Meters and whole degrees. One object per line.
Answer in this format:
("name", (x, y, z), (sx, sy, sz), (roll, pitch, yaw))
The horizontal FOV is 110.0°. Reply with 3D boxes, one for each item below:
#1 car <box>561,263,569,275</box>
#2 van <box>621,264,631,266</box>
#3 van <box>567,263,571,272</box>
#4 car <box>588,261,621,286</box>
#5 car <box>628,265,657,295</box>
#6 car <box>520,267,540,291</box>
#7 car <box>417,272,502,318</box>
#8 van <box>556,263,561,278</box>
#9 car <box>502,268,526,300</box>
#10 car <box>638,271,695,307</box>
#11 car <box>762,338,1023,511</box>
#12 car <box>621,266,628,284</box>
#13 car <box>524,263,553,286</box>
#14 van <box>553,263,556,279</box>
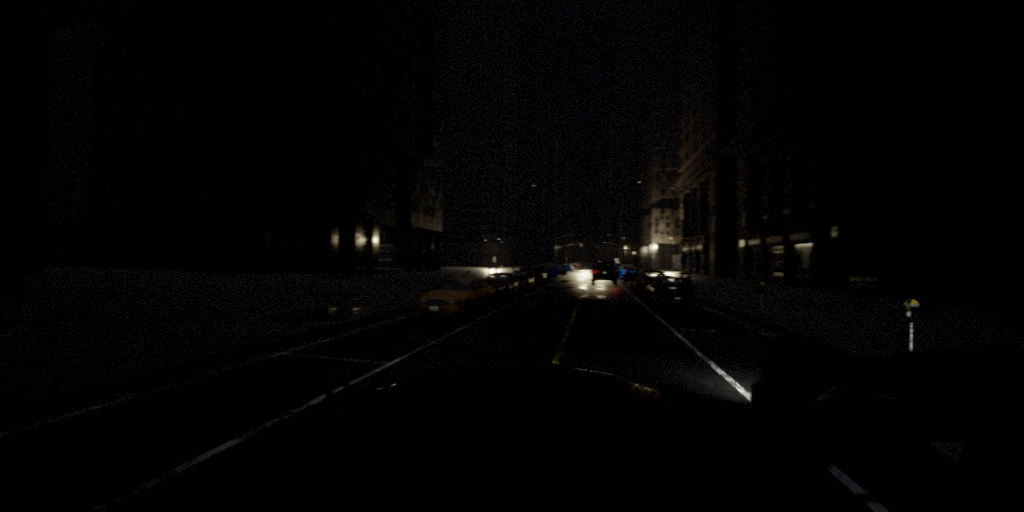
("car", (6.919, 2.130, 52.741), (1.802, 1.307, 4.207), (0, 0, 13))
("van", (12.703, 1.805, 39.783), (1.690, 1.789, 3.998), (0, 0, 13))
("van", (8.184, 1.985, 58.276), (1.690, 1.789, 3.998), (0, 0, 13))
("car", (8.259, 1.513, 32.306), (2.150, 2.045, 5.566), (1, -1, 13))
("car", (8.910, 1.619, 23.179), (1.967, 1.591, 4.097), (0, 0, 13))
("car", (0.598, 1.653, 25.071), (1.802, 1.307, 4.207), (0, 0, 13))
("car", (-1.968, 1.408, 13.837), (1.751, 1.417, 4.829), (0, 0, 13))
("van", (4.391, 1.697, 41.673), (1.690, 1.789, 3.998), (0, 0, 13))
("car", (-0.666, 1.559, 19.537), (1.802, 1.307, 4.207), (0, 0, 13))
("car", (7.646, 1.635, 17.645), (2.007, 1.370, 4.403), (0, 0, 13))
("car", (3.703, 1.320, 2.173), (1.837, 1.490, 4.892), (1, -1, 13))
("car", (11.439, 1.919, 34.248), (2.007, 1.370, 4.403), (0, 0, 13))
("car", (1.863, 1.481, 30.605), (2.192, 1.841, 5.009), (0, 0, 13))
("van", (3.127, 1.602, 36.139), (1.690, 1.789, 3.998), (0, 0, 13))
